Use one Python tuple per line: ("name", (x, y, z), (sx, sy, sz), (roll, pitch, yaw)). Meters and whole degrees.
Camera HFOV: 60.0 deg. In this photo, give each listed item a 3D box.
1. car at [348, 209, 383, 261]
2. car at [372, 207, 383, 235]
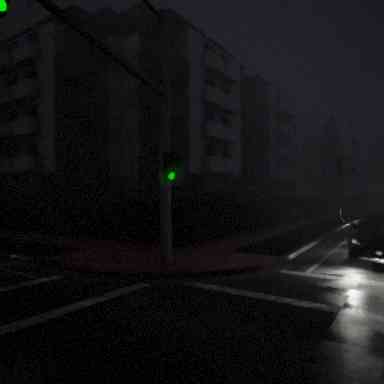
("car", (6.827, 1.537, 11.846), (1.812, 1.442, 4.674), (-1, 0, 33))
("car", (11.874, 1.615, 19.403), (1.895, 1.301, 4.718), (-1, 0, 35))
